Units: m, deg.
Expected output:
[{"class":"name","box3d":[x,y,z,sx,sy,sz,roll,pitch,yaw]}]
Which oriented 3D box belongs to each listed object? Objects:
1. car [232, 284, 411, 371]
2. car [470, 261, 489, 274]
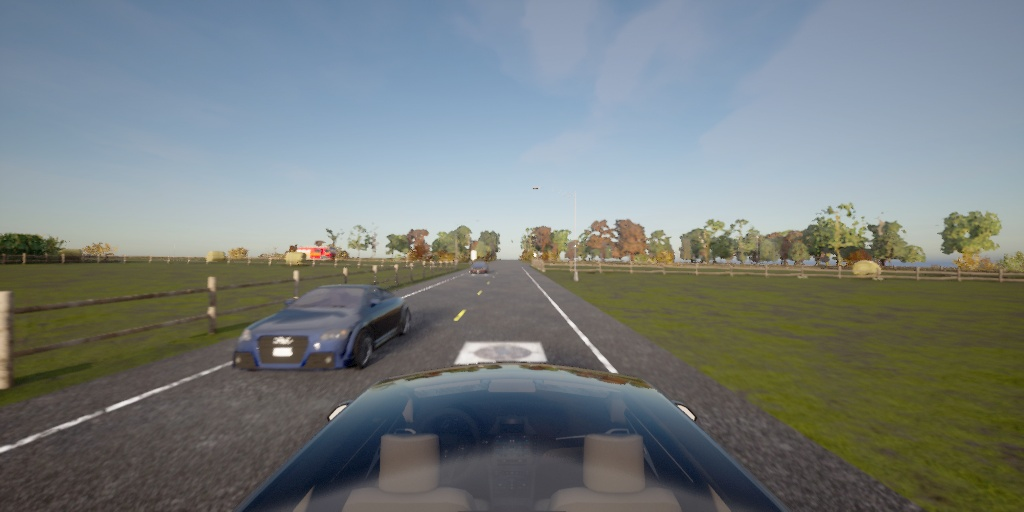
[{"class":"car","box3d":[-3.597,1.312,7.613,1.994,1.385,4.181,0,0,0]},{"class":"car","box3d":[-3.587,1.293,40.631,2.033,1.411,5.357,0,0,0]}]
